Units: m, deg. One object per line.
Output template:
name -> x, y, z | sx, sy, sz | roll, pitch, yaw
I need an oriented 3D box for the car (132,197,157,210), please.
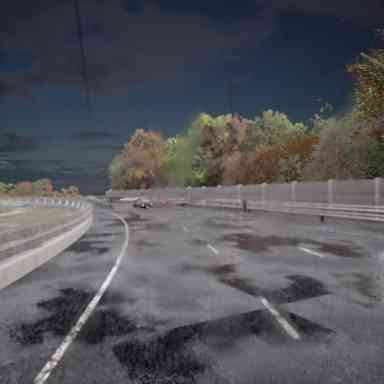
car -> -6.782, 1.738, 45.567 | 1.895, 1.301, 4.718 | 0, 0, -25

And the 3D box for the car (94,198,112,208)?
car -> -13.785, 1.681, 51.422 | 2.128, 1.511, 4.902 | 0, 0, -30

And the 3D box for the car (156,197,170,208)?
car -> -5.070, 1.488, 49.851 | 2.097, 1.767, 4.553 | 0, 0, -27
